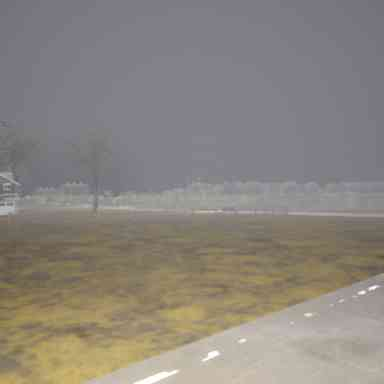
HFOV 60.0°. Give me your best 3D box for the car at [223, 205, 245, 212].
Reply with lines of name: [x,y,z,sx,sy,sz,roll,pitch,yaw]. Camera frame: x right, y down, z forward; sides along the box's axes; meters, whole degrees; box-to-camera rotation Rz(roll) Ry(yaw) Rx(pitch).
car: [8.581,3.385,68.063,2.128,1.511,4.902,-1,-1,-39]
